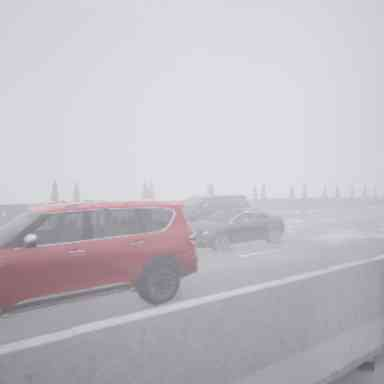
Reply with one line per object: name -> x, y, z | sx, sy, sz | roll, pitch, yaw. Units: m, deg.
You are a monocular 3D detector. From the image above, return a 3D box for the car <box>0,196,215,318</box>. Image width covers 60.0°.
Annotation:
car -> -2.453, 1.209, 6.515 | 5.566, 2.045, 2.150 | 0, 0, -35

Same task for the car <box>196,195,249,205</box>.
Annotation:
car -> 0.687, 1.166, 17.241 | 5.566, 2.045, 2.150 | 0, 0, -35

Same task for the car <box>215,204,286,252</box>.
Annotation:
car -> 1.775, 1.444, 13.737 | 4.902, 1.511, 2.128 | 0, 0, -35
